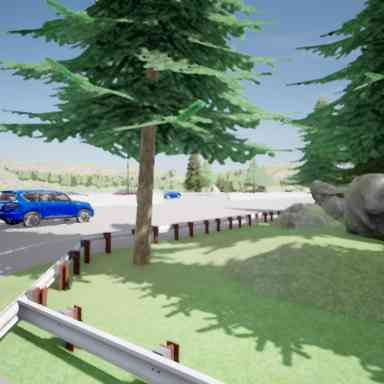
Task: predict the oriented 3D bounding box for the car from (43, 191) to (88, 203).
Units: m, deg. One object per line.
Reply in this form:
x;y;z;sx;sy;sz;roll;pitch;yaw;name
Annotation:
-16.841;0.630;44.604;2.033;1.411;5.357;2;1;35;car

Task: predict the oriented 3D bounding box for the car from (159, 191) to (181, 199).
-4.093;0.563;62.449;1.882;1.535;5.008;2;1;35;car

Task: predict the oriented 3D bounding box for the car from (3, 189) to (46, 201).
-23.645;0.378;47.084;2.128;1.511;4.902;2;1;35;car

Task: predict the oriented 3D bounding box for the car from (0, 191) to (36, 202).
-22.689;0.586;42.406;1.895;1.301;4.718;2;1;35;car

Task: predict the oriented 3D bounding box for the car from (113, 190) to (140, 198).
-12.316;0.364;62.969;1.882;1.535;5.008;2;1;36;car

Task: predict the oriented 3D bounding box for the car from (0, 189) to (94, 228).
-8.525;0.901;19.678;2.150;2.045;5.566;2;1;35;car

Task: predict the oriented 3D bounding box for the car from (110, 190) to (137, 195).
-11.904;0.462;57.569;1.882;1.535;5.008;2;1;36;car
